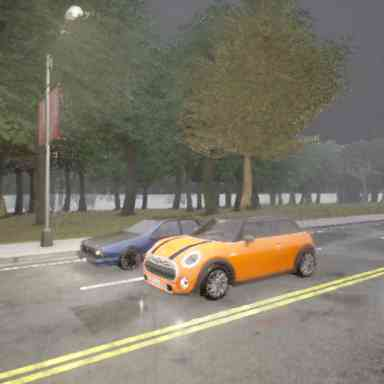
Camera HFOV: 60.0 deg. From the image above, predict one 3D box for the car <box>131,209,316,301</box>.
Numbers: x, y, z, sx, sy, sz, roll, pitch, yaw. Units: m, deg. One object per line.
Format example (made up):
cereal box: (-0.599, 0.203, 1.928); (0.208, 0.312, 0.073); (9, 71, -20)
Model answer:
car: (1.063, 1.350, 8.440); (4.553, 1.767, 2.097); (0, 0, -36)

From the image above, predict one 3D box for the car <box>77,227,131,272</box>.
car: (-0.888, 1.545, 11.042); (5.357, 1.411, 2.033); (0, 0, -36)
